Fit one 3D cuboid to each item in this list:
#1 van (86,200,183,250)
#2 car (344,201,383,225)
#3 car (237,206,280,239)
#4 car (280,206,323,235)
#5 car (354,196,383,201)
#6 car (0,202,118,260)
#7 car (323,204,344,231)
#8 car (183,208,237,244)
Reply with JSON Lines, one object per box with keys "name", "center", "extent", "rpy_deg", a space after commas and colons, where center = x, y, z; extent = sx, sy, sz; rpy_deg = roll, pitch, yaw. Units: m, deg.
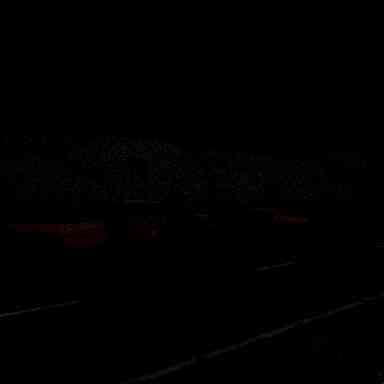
{"name": "van", "center": [-2.836, 1.324, 14.462], "extent": [4.442, 1.987, 1.878], "rpy_deg": [-1, -1, 35]}
{"name": "car", "center": [11.646, 1.645, 24.909], "extent": [4.674, 1.452, 2.002], "rpy_deg": [-1, 0, 35]}
{"name": "car", "center": [1.894, 1.619, 17.995], "extent": [4.792, 1.488, 2.163], "rpy_deg": [-1, -1, 35]}
{"name": "car", "center": [4.509, 1.593, 19.615], "extent": [5.366, 1.575, 1.946], "rpy_deg": [-1, -1, 34]}
{"name": "car", "center": [14.046, 1.349, 26.660], "extent": [5.566, 2.045, 2.435], "rpy_deg": [-1, 0, 35]}
{"name": "car", "center": [-5.347, 1.398, 12.768], "extent": [4.553, 1.767, 2.185], "rpy_deg": [-1, -1, 34]}
{"name": "car", "center": [6.809, 1.635, 21.432], "extent": [4.792, 1.488, 2.163], "rpy_deg": [-1, -1, 35]}
{"name": "car", "center": [-0.508, 1.610, 16.245], "extent": [4.674, 1.452, 2.002], "rpy_deg": [-1, -1, 35]}
